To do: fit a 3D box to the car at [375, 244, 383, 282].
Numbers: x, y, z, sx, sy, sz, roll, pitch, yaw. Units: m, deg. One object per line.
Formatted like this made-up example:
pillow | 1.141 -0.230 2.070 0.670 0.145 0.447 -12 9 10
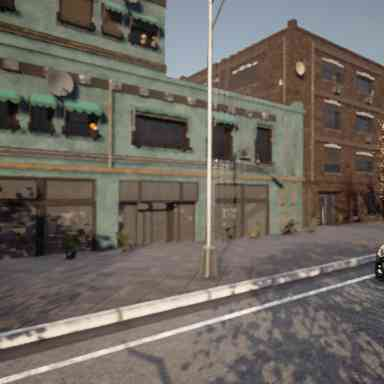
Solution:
car | 6.577 1.372 8.323 4.553 1.767 2.097 0 0 -35
